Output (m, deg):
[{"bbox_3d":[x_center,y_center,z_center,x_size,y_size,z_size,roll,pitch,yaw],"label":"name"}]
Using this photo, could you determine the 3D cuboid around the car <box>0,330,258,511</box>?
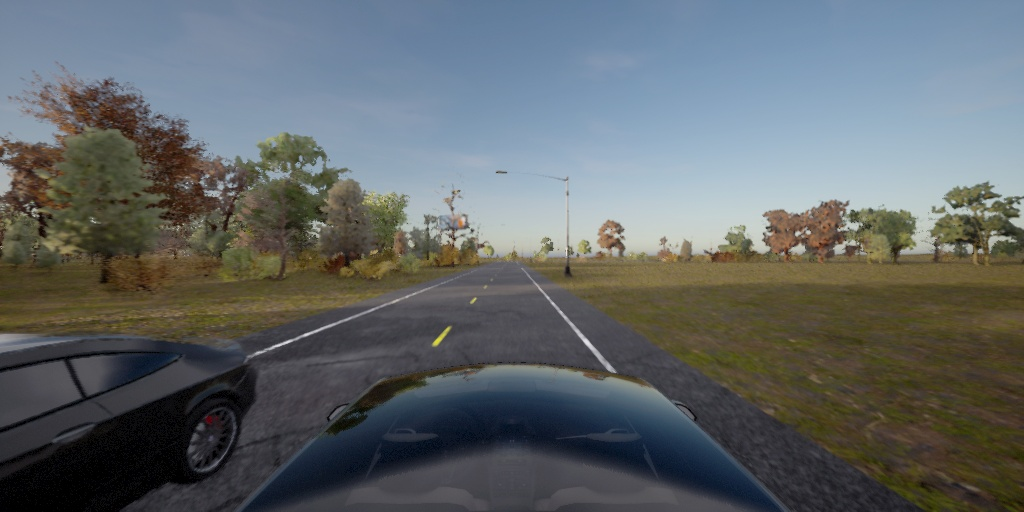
[{"bbox_3d":[-3.600,1.276,1.967,1.812,1.442,4.674,0,0,0],"label":"car"}]
